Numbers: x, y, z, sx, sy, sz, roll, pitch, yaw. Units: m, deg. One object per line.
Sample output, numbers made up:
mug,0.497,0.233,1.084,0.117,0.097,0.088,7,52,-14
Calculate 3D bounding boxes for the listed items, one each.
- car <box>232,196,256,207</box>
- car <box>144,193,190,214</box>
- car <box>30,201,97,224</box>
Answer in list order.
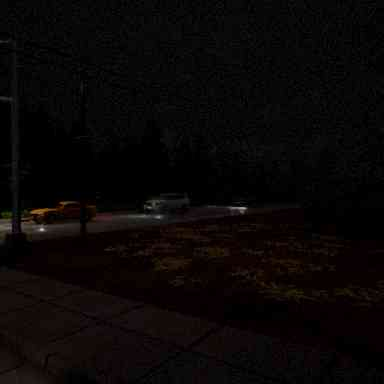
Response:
car,7.586,1.361,48.050,1.837,1.490,4.892,0,0,37
car,-2.504,1.167,34.571,2.150,2.045,5.566,0,0,36
car,-9.579,1.484,25.030,1.882,1.535,5.008,0,0,37
